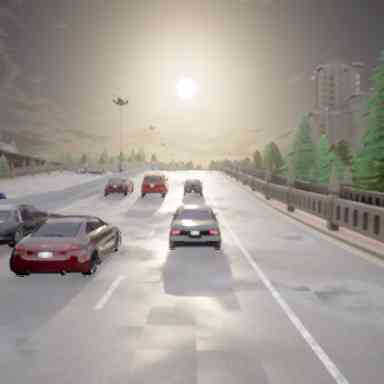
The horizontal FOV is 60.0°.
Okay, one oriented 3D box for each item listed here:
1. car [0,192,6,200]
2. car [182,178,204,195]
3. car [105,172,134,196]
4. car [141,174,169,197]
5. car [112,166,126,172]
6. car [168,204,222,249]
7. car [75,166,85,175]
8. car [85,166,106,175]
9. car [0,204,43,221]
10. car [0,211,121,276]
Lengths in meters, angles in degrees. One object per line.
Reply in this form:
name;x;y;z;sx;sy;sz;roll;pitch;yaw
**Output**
car;-14.107;0.516;21.554;1.882;1.535;5.008;0;5;0
car;0.087;-0.577;32.309;1.837;1.490;4.892;0;7;0
car;-6.914;-0.706;32.077;2.097;1.767;4.553;0;6;0
car;-3.412;-0.741;31.235;2.150;2.045;5.566;0;7;0
car;-14.036;-4.183;64.139;2.128;1.511;4.902;0;7;0
car;0.094;1.191;12.846;2.033;1.411;5.357;0;3;0
car;-21.030;-4.159;63.996;2.128;1.511;4.902;0;7;0
car;-17.542;-4.048;61.660;2.097;1.767;4.553;0;6;0
car;-6.906;1.189;12.889;2.033;1.411;5.357;0;3;0
car;-3.412;1.353;9.751;1.994;1.385;4.181;0;2;0
